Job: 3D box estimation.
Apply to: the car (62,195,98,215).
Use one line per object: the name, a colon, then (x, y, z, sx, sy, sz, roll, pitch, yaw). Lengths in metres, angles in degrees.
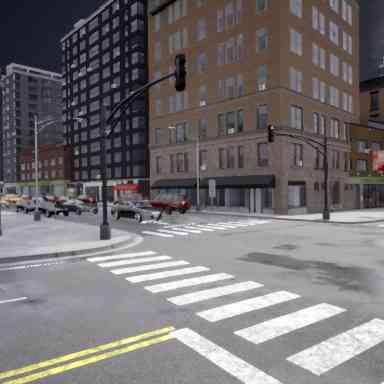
car: (-10.593, 1.336, 31.293, 1.812, 1.442, 4.674, -1, 1, -44)

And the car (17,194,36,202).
car: (-29.319, 1.044, 58.841, 1.802, 1.307, 4.206, 0, 1, -44)

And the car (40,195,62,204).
car: (-21.641, 1.136, 50.943, 1.802, 1.307, 4.206, 0, 1, -44)

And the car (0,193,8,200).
car: (-40.837, 0.885, 70.687, 1.947, 1.339, 4.313, 0, 1, -44)

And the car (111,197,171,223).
car: (-4.173, 1.372, 24.691, 2.128, 1.511, 4.902, -1, 1, -44)

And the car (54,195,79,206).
car: (-17.802, 1.181, 46.994, 1.802, 1.307, 4.206, 0, 1, -44)

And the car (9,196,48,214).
car: (-16.230, 1.375, 33.149, 1.947, 1.339, 4.313, 0, 1, -44)

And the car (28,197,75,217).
car: (-12.392, 1.418, 29.200, 1.947, 1.339, 4.313, 0, 1, -44)

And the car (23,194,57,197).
car: (-17.524, 1.258, 38.435, 1.812, 1.442, 4.674, -1, 1, -44)

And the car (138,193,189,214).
car: (-2.444, 1.087, 31.196, 2.192, 1.841, 5.009, 0, 1, -44)

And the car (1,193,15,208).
car: (-23.788, 1.248, 40.922, 1.752, 1.417, 4.829, 0, 1, -44)

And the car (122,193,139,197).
car: (-6.283, 1.045, 35.145, 2.192, 1.841, 5.009, 0, 1, -44)
